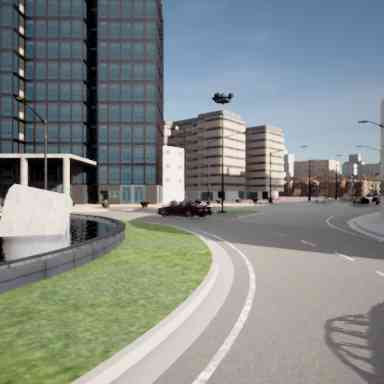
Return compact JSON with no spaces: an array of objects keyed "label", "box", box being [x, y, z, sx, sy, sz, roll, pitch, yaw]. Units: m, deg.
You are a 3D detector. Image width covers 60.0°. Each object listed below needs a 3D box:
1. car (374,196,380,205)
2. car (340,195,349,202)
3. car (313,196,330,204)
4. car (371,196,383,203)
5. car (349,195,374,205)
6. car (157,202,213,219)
[{"label":"car","box":[33.964,1.561,58.700,1.837,1.490,4.892,0,-1,42]},{"label":"car","box":[35.711,1.414,76.691,2.097,1.767,4.553,0,0,41]},{"label":"car","box":[25.276,1.576,64.743,1.812,1.442,4.674,0,0,41]},{"label":"car","box":[39.735,1.545,70.657,1.882,1.535,5.008,0,0,41]},{"label":"car","box":[30.738,1.546,60.325,2.128,1.511,4.902,0,0,41]},{"label":"car","box":[-0.719,1.559,29.664,5.357,1.411,2.033,0,0,41]}]
